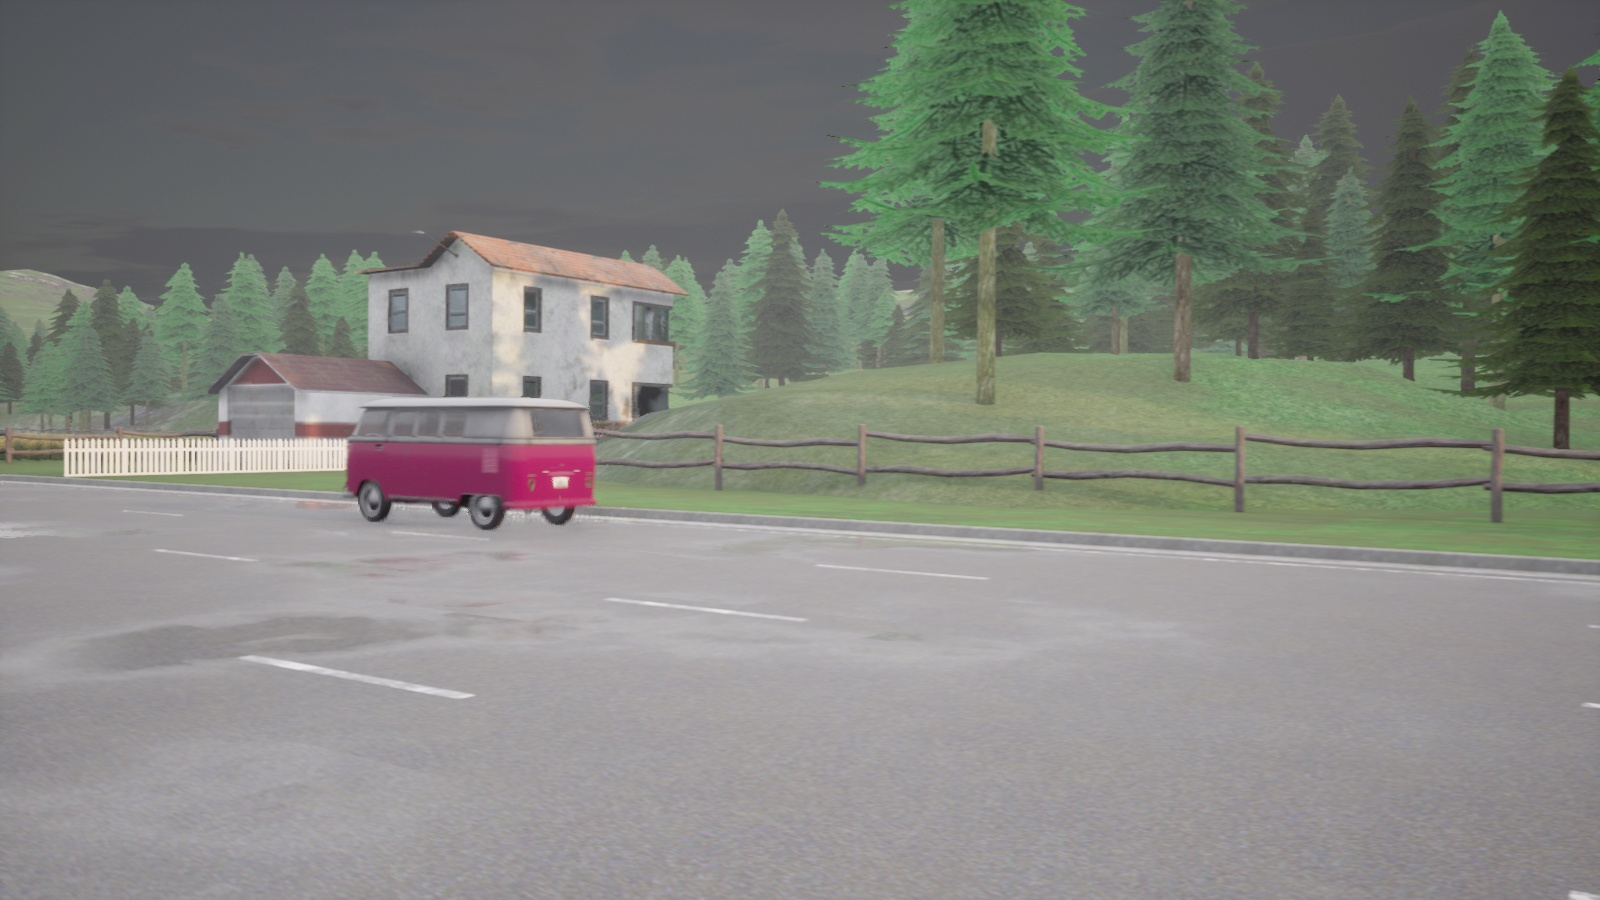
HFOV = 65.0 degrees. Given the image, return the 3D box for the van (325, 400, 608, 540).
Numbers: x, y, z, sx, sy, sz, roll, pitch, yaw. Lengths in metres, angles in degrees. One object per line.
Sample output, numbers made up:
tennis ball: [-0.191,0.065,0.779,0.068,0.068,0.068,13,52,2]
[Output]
van: [-5.302,0.263,19.747,4.442,1.987,1.775,0,1,34]
